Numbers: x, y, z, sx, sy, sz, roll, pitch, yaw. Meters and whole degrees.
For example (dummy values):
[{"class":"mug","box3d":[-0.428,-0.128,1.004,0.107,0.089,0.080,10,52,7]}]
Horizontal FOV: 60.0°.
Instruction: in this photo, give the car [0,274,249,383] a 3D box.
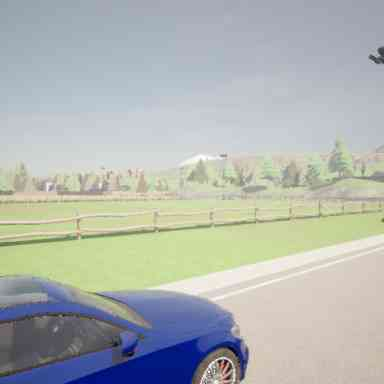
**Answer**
[{"class":"car","box3d":[-1.507,1.526,2.977,4.674,1.442,1.812,0,0,-40]}]
